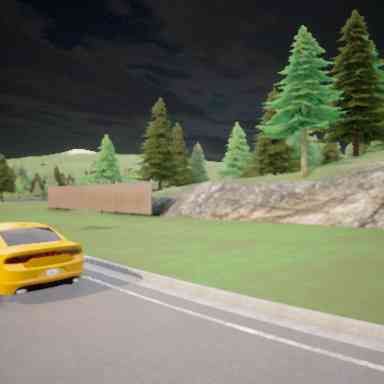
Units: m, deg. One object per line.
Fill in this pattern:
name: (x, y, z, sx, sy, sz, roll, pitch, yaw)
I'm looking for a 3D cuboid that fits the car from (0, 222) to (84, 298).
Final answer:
car: (-4.689, 1.527, 8.607, 5.008, 1.535, 1.882, 0, 0, 43)
